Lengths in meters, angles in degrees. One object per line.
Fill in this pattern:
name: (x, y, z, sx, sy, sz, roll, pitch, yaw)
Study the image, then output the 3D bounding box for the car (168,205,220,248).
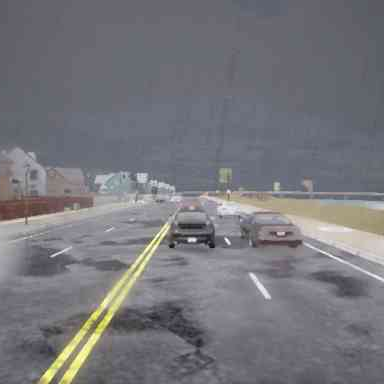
car: (0.000, 1.516, 14.650, 1.837, 1.490, 4.892, 0, 0, 0)

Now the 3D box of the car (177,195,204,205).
car: (0.000, 1.373, 29.621, 2.097, 1.767, 4.553, 0, 0, 0)

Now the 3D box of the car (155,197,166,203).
car: (-6.499, 1.718, 69.205, 1.895, 1.301, 4.718, 0, 0, 0)

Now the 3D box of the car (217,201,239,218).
car: (3.250, 1.540, 29.651, 1.812, 1.442, 4.674, 0, 0, 0)

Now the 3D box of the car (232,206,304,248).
car: (3.250, 1.563, 14.650, 2.033, 1.411, 5.357, 0, 0, 0)

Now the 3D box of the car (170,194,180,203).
car: (-3.250, 1.380, 69.205, 2.150, 2.045, 5.566, 0, 0, 0)
